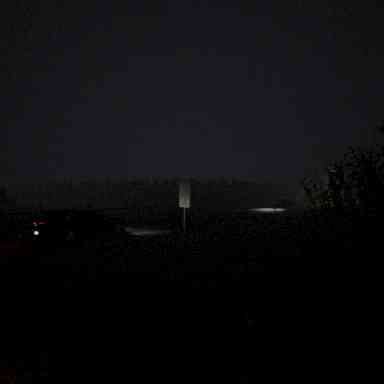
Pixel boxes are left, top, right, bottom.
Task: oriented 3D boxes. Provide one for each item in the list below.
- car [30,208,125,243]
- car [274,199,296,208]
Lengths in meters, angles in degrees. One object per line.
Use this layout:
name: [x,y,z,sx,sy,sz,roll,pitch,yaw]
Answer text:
car: [-5.517,1.556,16.726,1.837,1.490,4.892,1,1,35]
car: [14.052,1.722,50.031,1.895,1.301,4.718,1,0,35]
